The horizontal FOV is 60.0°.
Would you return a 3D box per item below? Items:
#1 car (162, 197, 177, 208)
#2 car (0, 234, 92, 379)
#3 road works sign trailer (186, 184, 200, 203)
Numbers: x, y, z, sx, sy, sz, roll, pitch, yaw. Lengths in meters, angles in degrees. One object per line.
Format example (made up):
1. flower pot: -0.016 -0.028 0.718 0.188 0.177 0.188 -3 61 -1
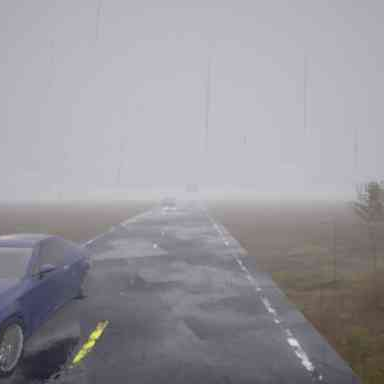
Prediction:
1. car: -3.082 1.368 45.818 2.033 1.411 5.357 0 0 0
2. car: -3.086 1.503 5.600 1.812 1.442 4.674 0 0 0
3. road works sign trailer: -0.007 0.220 62.740 2.380 3.560 2.880 0 0 0
